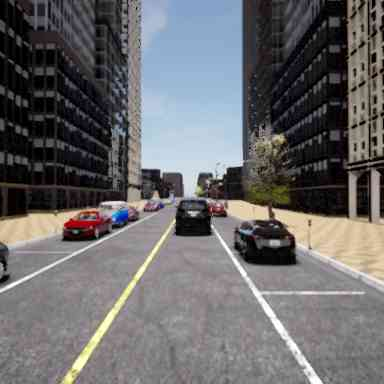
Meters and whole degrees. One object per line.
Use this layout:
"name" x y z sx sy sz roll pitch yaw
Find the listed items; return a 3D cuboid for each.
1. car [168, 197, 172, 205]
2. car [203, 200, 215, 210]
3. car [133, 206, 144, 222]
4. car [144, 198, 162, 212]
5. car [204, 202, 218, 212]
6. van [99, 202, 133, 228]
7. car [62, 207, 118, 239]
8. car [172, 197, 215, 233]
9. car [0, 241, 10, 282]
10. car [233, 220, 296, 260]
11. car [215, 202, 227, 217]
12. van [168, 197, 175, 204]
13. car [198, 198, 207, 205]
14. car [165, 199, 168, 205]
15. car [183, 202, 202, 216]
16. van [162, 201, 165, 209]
"car" -5.776 2.362 80.986 1.752 1.417 4.829 0 -1 0
"car" 2.636 2.078 52.862 1.752 1.417 4.829 0 -1 0
"car" -5.720 1.900 29.929 1.802 1.307 4.206 0 -1 0
"car" -5.738 1.934 47.006 1.967 1.590 4.097 0 -1 0
"car" 2.642 2.075 46.999 1.802 1.307 4.206 0 -1 0
"van" -5.712 1.600 24.240 1.690 1.788 3.998 0 -1 0
"car" -5.707 1.744 18.546 1.887 1.381 4.507 0 -1 0
"car" 0.077 1.451 21.589 2.150 2.045 5.566 0 -1 0
"car" -5.695 1.629 7.162 2.008 1.369 4.403 0 -1 0
"car" 2.680 1.705 12.850 1.947 1.339 4.313 0 -1 0
"car" 2.656 1.817 35.617 1.967 1.590 4.097 0 -1 0
"van" -5.787 2.292 92.542 1.690 1.788 3.998 0 -1 0
"car" 2.605 2.278 81.150 1.967 1.590 4.097 0 -1 0
"car" -5.751 2.175 58.389 1.947 1.339 4.313 0 -1 0
"car" 0.057 1.967 39.842 2.033 1.411 5.357 0 -1 0
"van" -5.743 1.893 52.699 1.690 1.788 3.998 0 -1 0
